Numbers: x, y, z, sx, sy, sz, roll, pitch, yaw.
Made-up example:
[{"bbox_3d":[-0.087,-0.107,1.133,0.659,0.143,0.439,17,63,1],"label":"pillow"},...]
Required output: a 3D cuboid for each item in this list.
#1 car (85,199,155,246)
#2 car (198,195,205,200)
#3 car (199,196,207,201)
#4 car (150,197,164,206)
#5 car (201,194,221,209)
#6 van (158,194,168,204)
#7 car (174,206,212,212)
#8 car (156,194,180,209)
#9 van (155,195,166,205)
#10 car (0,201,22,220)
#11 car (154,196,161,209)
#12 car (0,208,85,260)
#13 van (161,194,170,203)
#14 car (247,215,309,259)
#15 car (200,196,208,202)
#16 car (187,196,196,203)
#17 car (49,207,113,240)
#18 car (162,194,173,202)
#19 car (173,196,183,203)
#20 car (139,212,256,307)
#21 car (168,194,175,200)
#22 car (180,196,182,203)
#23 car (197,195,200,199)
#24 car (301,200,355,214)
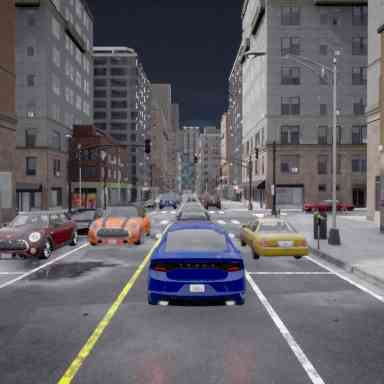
[{"bbox_3d":[-3.123,1.354,15.259,2.097,1.767,4.553,0,0,0],"label":"car"},{"bbox_3d":[2.721,1.624,94.845,2.008,1.369,4.403,-1,0,0],"label":"car"},{"bbox_3d":[2.734,1.634,83.673,1.947,1.339,4.313,-1,0,0],"label":"car"},{"bbox_3d":[-5.760,1.573,55.562,1.752,1.417,4.829,-1,0,0],"label":"car"},{"bbox_3d":[2.780,1.351,44.572,2.192,1.841,5.009,-1,0,0],"label":"car"},{"bbox_3d":[-5.779,1.398,66.904,1.690,1.788,3.998,-1,0,0],"label":"van"},{"bbox_3d":[0.074,1.606,17.472,1.895,1.301,4.718,0,0,0],"label":"car"},{"bbox_3d":[-3.163,1.259,45.418,2.150,2.045,5.566,0,0,0],"label":"car"},{"bbox_3d":[-5.770,1.394,61.318,1.690,1.788,3.998,-1,0,0],"label":"van"},{"bbox_3d":[-18.071,1.664,29.470,5.008,1.535,1.882,-1,1,-1],"label":"car"},{"bbox_3d":[-5.743,1.601,44.560,1.947,1.339,4.313,-1,0,0],"label":"car"},{"bbox_3d":[-5.696,1.442,12.190,1.967,1.590,4.097,-1,0,0],"label":"car"},{"bbox_3d":[-5.787,1.402,72.490,1.690,1.788,3.998,-1,0,0],"label":"van"},{"bbox_3d":[2.830,1.527,12.374,1.752,1.417,4.829,-1,0,0],"label":"car"},{"bbox_3d":[2.740,1.590,78.258,1.752,1.417,4.829,-1,0,0],"label":"car"},{"bbox_3d":[-0.110,1.579,74.002,2.128,1.511,4.902,0,0,0],"label":"car"},{"bbox_3d":[-5.703,1.571,17.687,1.947,1.339,4.313,-1,0,0],"label":"car"},{"bbox_3d":[-5.795,1.380,78.076,2.192,1.841,5.009,-1,0,0],"label":"car"},{"bbox_3d":[-3.110,1.586,73.688,2.033,1.411,5.357,0,0,0],"label":"car"},{"bbox_3d":[0.085,1.478,8.109,1.882,1.535,5.008,0,0,0],"label":"car"},{"bbox_3d":[-5.818,1.513,94.832,1.967,1.590,4.097,-1,0,0],"label":"car"},{"bbox_3d":[-3.166,1.403,58.557,2.097,1.767,4.553,0,0,0],"label":"car"},{"bbox_3d":[2.752,1.372,66.916,2.192,1.841,5.009,-1,0,0],"label":"car"},{"bbox_3d":[13.311,1.458,32.830,4.718,1.301,1.895,-1,1,-1],"label":"car"}]
